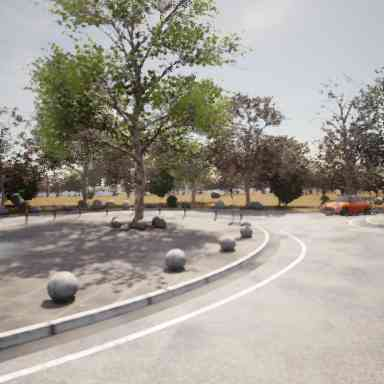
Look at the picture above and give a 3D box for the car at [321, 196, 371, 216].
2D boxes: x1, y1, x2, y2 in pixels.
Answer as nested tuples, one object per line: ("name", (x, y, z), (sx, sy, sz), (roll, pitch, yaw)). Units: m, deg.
("car", (13.698, 1.171, 29.653), (4.553, 1.767, 2.097), (-1, 1, -27))
